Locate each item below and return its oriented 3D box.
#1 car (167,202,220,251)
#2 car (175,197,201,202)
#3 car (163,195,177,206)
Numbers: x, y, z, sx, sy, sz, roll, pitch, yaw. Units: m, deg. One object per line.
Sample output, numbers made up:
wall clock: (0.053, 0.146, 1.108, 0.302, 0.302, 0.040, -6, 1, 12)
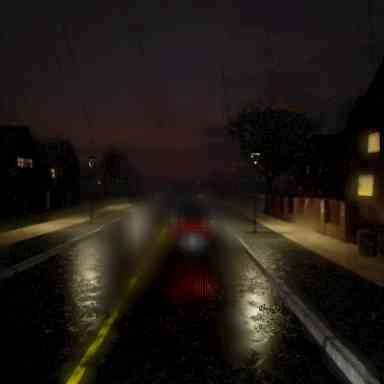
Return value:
car: (0.048, 1.333, 13.224, 1.837, 1.490, 4.892, 0, 0, 1)
car: (0.029, 1.229, 26.212, 2.033, 1.411, 5.357, 0, 1, 1)
car: (-2.764, 1.059, 44.804, 2.033, 1.411, 5.357, 0, 0, 1)
